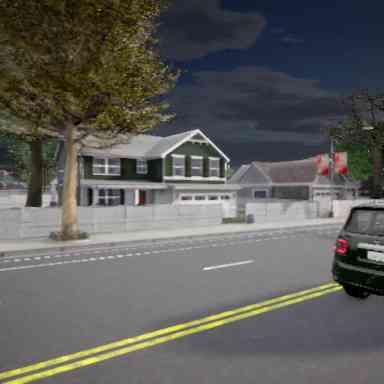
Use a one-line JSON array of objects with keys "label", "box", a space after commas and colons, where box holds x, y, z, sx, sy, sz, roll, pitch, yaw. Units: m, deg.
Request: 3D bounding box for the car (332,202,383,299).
[{"label": "car", "box": [5.397, 1.253, 7.326, 5.566, 2.045, 2.150, 1, -1, -35]}]
